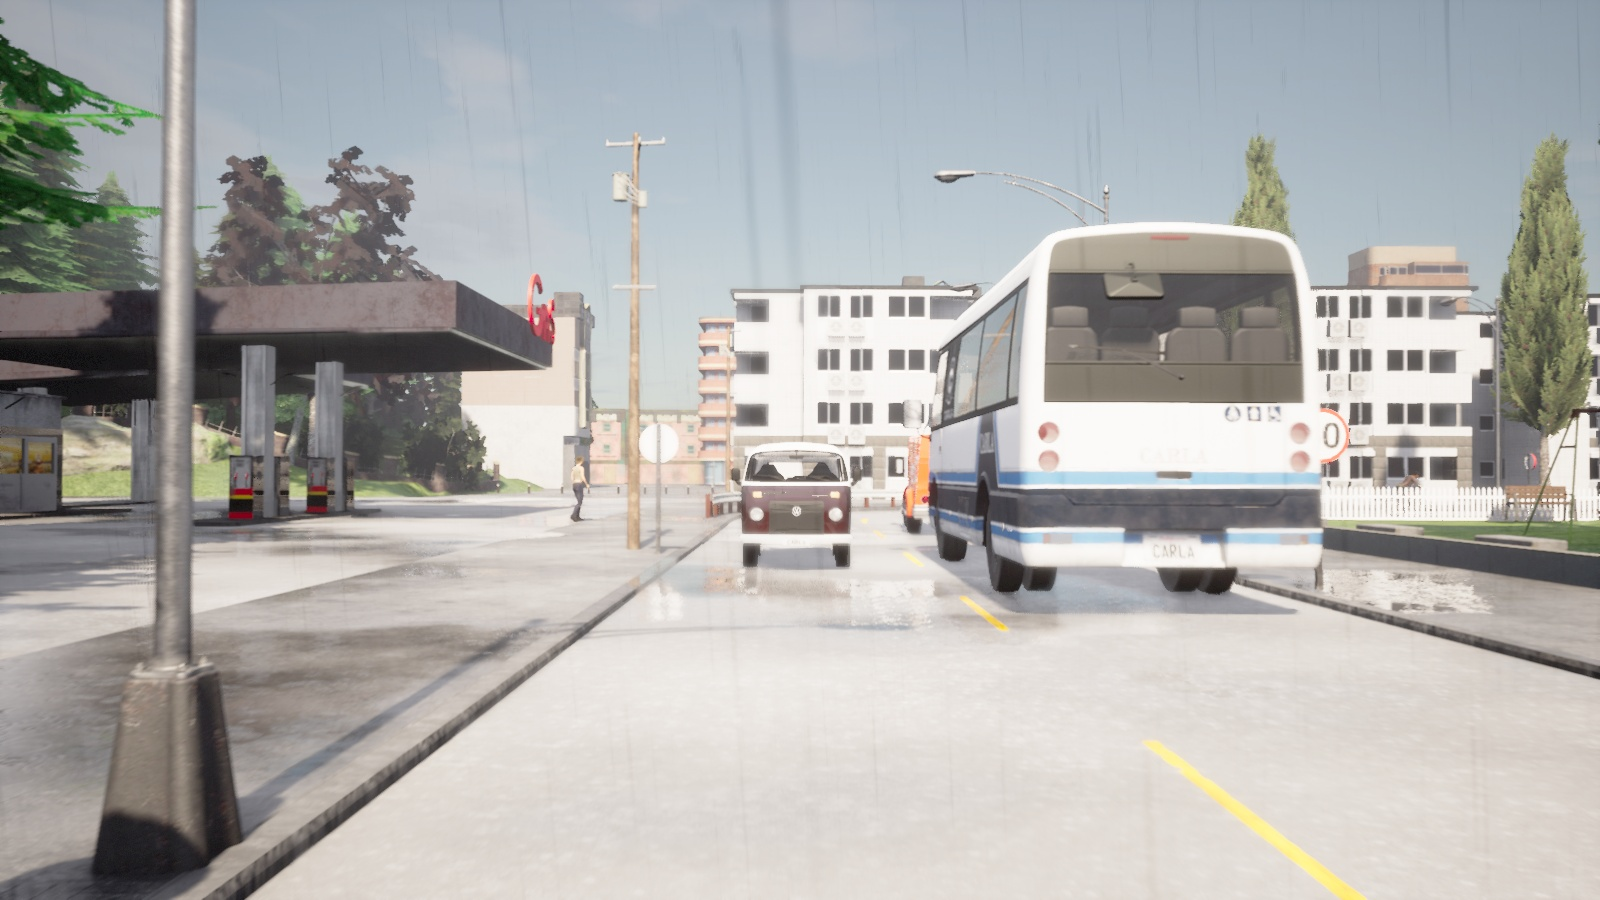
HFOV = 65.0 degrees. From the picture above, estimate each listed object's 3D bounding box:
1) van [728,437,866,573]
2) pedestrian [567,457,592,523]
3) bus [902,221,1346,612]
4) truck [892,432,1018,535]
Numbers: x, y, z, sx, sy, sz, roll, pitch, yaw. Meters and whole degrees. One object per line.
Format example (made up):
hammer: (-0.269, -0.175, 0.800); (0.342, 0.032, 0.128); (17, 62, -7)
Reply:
van: (-0.054, 0.876, 21.235); (2.069, 2.038, 4.480); (0, -1, 0)
pedestrian: (-6.177, 1.106, 35.167); (0.594, 1.836, 0.345); (1, -1, -43)
bus: (3.948, -0.280, 18.836); (3.944, 4.253, 10.273); (0, -1, 0)
truck: (3.917, 0.833, 32.771); (2.627, 2.467, 5.204); (0, -1, 0)
